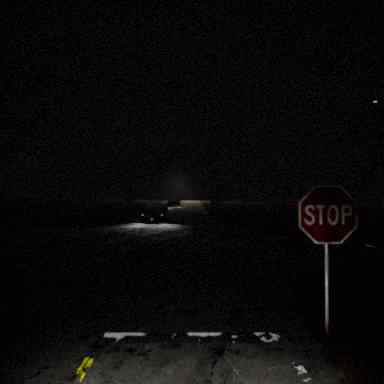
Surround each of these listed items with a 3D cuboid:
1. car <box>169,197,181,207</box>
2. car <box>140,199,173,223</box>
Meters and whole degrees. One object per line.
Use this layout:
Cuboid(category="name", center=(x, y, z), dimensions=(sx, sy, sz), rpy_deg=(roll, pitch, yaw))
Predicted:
Cuboid(category="car", center=(-2.798, 1.541, 51.272), dimensions=(1.812, 1.442, 4.674), rpy_deg=(0, 0, 0))
Cuboid(category="car", center=(-2.767, 1.580, 25.613), dimensions=(1.812, 1.442, 4.674), rpy_deg=(0, 1, 1))
